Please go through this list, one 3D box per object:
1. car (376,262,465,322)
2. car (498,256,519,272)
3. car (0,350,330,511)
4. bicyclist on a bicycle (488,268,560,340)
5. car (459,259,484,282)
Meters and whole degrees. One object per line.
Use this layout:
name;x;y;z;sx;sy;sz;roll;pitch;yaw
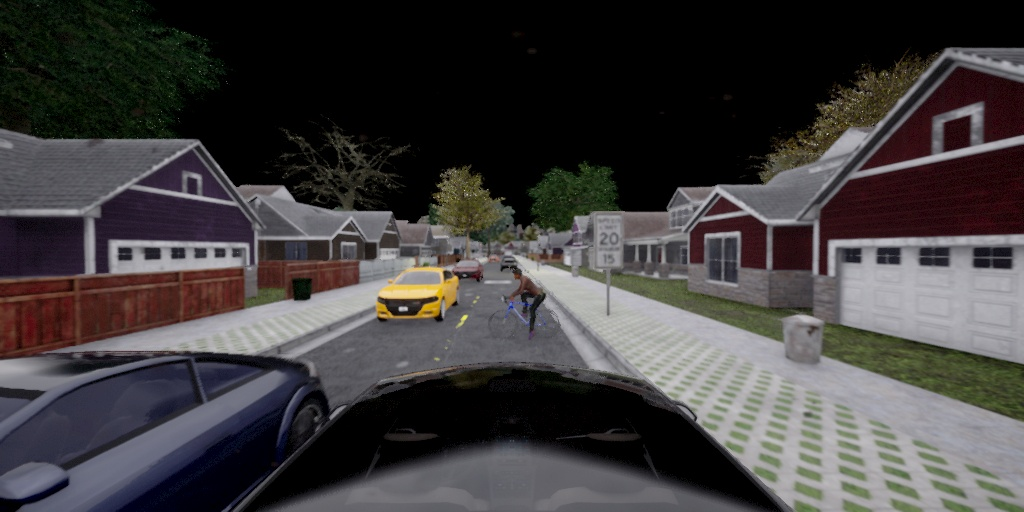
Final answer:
car;-2.950;1.127;12.125;1.882;1.535;5.008;0;1;-1
car;-0.291;0.862;38.487;1.837;1.490;4.892;0;0;0
car;-2.835;1.320;1.886;1.994;1.385;4.181;0;1;1
bicyclist on a bicycle;0.279;1.108;8.233;1.656;1.620;0.582;0;1;-1
car;-3.084;0.982;25.800;1.882;1.535;5.008;0;1;0
